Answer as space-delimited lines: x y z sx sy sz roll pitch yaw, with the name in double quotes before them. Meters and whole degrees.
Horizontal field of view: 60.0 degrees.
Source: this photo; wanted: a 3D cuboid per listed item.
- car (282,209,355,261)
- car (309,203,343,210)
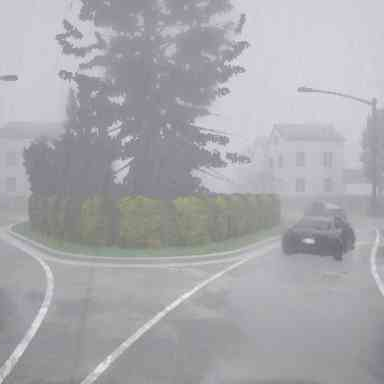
"car" 4.884 1.569 12.563 1.994 1.385 4.181 0 0 32
"car" 10.122 1.530 25.371 1.812 1.442 4.674 0 0 1
